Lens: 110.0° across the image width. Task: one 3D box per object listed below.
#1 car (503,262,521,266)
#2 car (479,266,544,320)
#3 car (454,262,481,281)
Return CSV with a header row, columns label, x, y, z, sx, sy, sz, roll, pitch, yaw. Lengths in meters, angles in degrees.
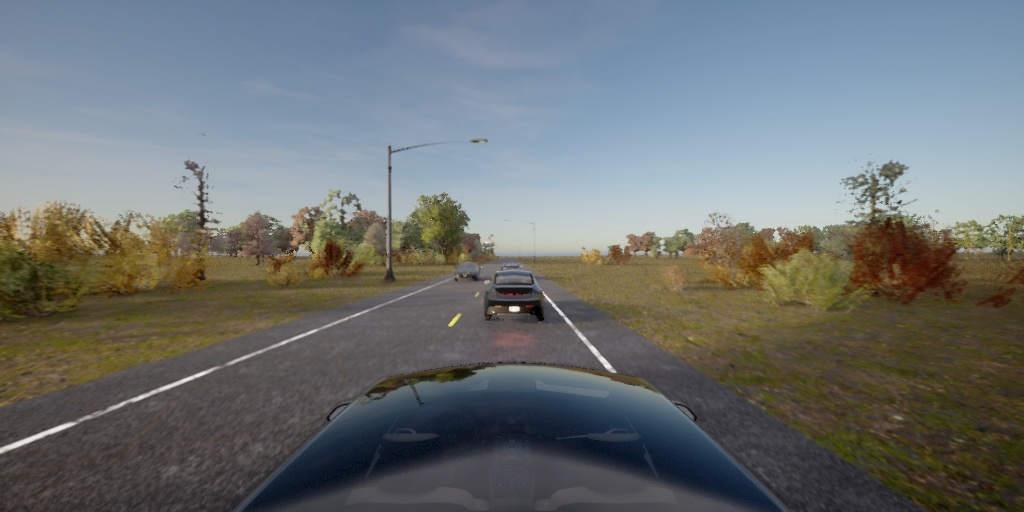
label,x,y,z,sx,sy,sz,roll,pitch,yaw
car,-0.012,1.244,31.768,2.128,1.511,4.902,0,0,0
car,0.060,1.255,12.596,1.837,1.490,4.892,0,0,0
car,-3.603,1.261,29.656,1.837,1.490,4.892,0,0,0
